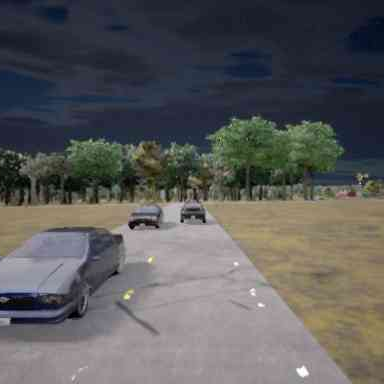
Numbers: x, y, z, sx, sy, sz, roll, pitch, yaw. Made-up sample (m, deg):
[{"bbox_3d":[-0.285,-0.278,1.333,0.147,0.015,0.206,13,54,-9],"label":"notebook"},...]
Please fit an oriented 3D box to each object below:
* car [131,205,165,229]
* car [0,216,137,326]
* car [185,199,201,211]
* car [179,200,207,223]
[{"bbox_3d":[-2.809,1.531,21.730,2.033,1.411,5.357,0,0,1],"label":"car"},{"bbox_3d":[-2.818,1.535,7.598,2.033,1.411,5.357,0,0,0],"label":"car"},{"bbox_3d":[0.093,1.667,43.101,1.994,1.385,4.181,0,0,0],"label":"car"},{"bbox_3d":[0.088,1.499,25.654,1.837,1.490,4.892,0,0,0],"label":"car"}]
